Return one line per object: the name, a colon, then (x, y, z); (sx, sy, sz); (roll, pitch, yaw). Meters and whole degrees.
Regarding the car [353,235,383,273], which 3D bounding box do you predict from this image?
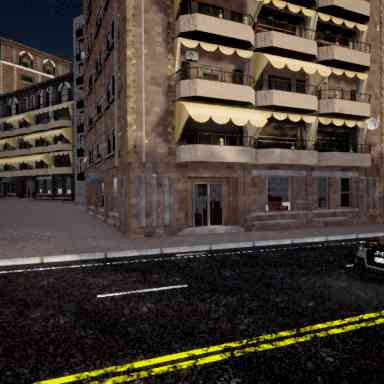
car: (6.607, 1.564, 9.286); (4.181, 1.385, 1.994); (0, 0, -24)
